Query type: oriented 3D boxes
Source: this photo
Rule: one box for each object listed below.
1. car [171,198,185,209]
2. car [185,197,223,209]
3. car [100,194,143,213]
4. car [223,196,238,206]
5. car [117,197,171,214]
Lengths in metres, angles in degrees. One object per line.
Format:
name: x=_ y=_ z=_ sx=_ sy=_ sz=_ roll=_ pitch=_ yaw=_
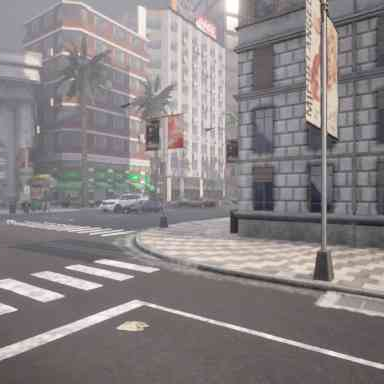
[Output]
car: x=-1.799 y=1.526 z=45.868 sx=1.812 sy=1.442 sz=4.674 roll=0 pitch=0 yaw=37
car: x=1.674 y=1.478 z=44.696 sx=1.882 sy=1.535 sz=5.008 roll=0 pitch=0 yaw=38
car: x=-7.799 y=1.221 z=37.868 sx=2.150 sy=2.045 sz=5.566 roll=0 pitch=0 yaw=36
car: x=6.875 y=1.492 z=55.560 sx=4.902 sy=1.511 sz=2.128 roll=0 pitch=0 yaw=-41
car: x=-5.085 y=1.547 z=35.674 sx=2.033 sy=1.411 sz=5.357 roll=0 pitch=0 yaw=36
